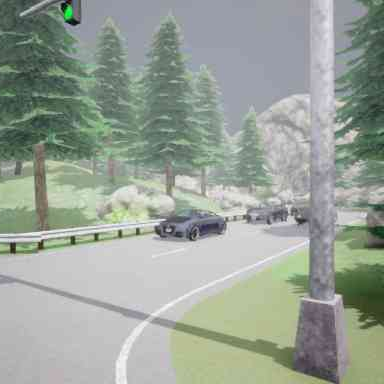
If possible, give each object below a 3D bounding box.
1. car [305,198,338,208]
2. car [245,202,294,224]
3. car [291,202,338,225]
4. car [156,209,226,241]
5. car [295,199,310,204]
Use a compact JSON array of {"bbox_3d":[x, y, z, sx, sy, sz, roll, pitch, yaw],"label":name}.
[{"bbox_3d":[18.839,1.621,48.591,1.895,1.301,4.718,0,0,-20],"label":"car"},{"bbox_3d":[5.713,1.507,25.145,2.128,1.511,4.902,0,0,35],"label":"car"},{"bbox_3d":[8.812,1.640,23.288,1.895,1.301,4.718,0,0,35],"label":"car"},{"bbox_3d":[0.052,1.579,16.969,1.994,1.385,4.181,0,0,35],"label":"car"},{"bbox_3d":[11.313,1.520,33.691,1.837,1.490,4.892,0,0,28],"label":"car"}]
